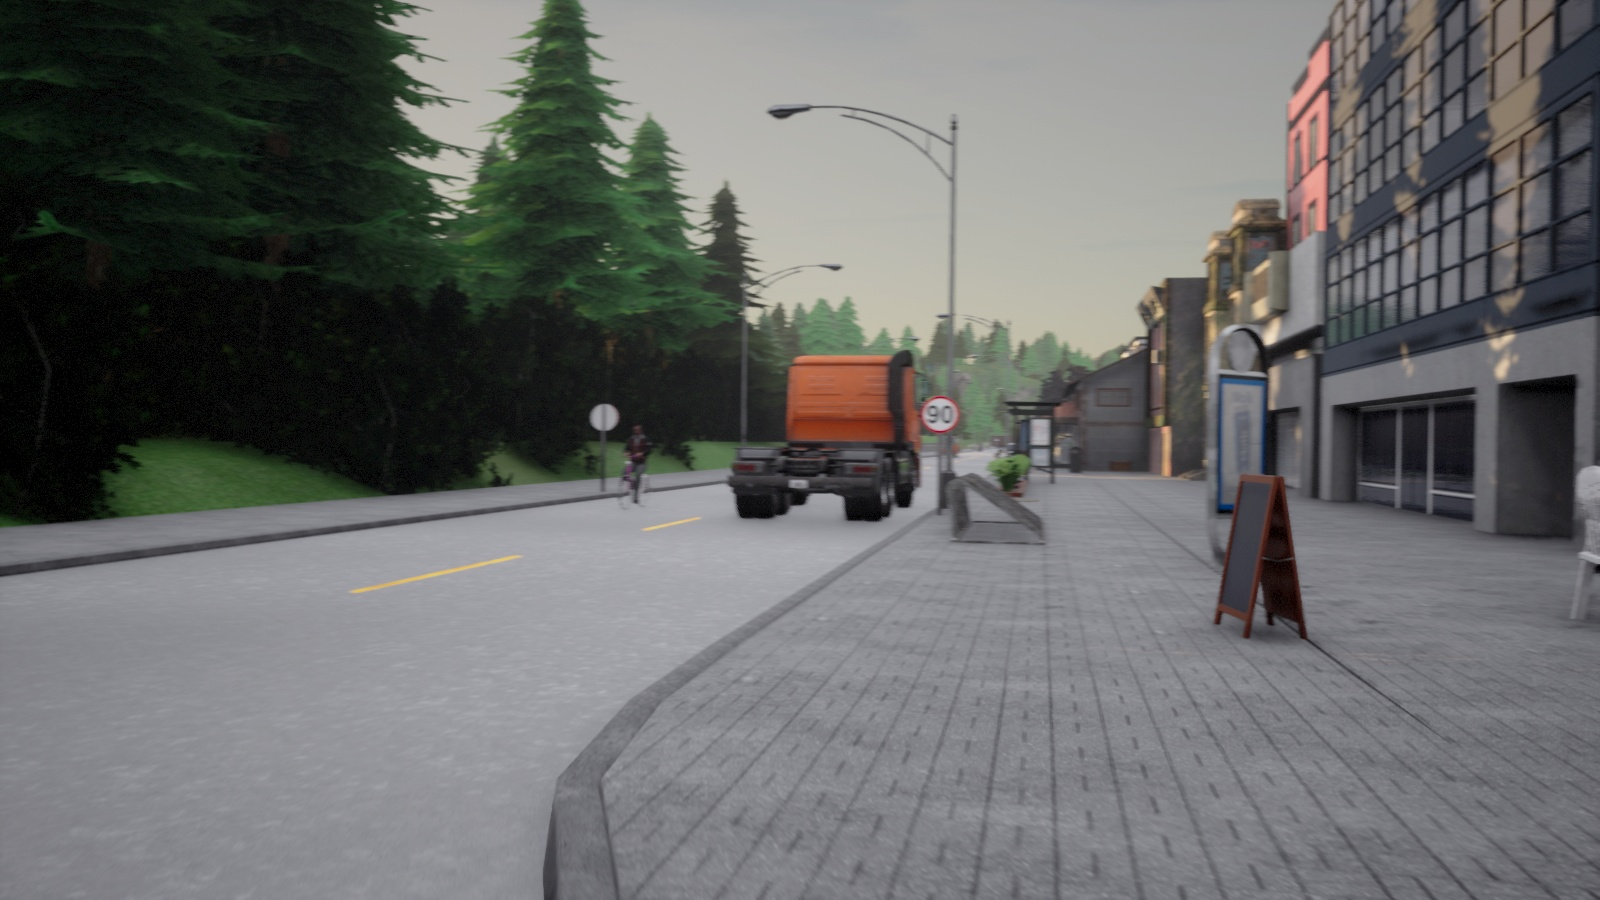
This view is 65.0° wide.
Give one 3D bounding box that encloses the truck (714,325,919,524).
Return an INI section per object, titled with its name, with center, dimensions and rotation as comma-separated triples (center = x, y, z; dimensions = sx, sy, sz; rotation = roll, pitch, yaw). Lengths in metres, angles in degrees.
[truck]
center = 0.634, -0.470, 25.947
dimensions = 2.891, 3.462, 7.936
rotation = 0, 0, 11

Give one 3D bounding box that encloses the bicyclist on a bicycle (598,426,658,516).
[bicyclist on a bicycle]
center = -3.494, 0.406, 25.622
dimensions = 0.659, 1.776, 1.843
rotation = 0, 0, 11
